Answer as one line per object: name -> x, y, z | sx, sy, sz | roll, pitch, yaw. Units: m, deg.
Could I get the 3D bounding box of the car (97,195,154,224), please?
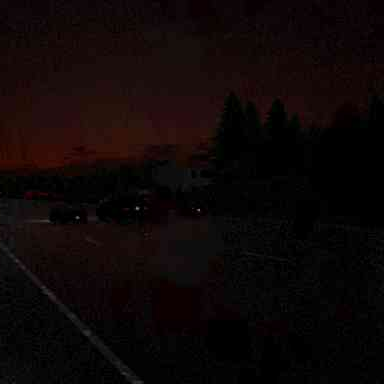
car -> -5.432, 1.271, 25.643 | 2.150, 2.045, 5.566 | 0, 0, -36

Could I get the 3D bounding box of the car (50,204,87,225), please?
car -> -9.344, 1.607, 25.085 | 1.812, 1.442, 4.674 | 0, 0, -36

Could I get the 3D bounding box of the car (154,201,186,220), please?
car -> -2.992, 1.522, 28.246 | 2.128, 1.511, 4.902 | 0, 0, -36

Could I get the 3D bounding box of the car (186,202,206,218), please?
car -> -0.570, 1.575, 30.870 | 1.994, 1.385, 4.181 | 0, 0, -36
